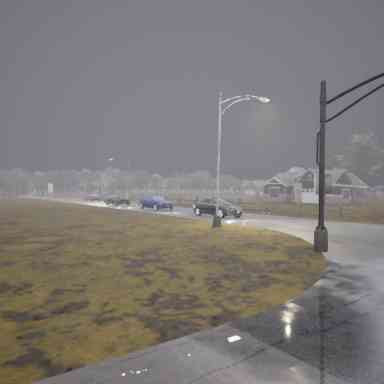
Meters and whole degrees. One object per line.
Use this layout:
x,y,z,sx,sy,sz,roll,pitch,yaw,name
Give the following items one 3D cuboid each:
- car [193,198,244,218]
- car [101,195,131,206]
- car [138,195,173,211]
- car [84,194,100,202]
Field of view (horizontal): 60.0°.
2.004,1.227,26.434,1.837,1.490,4.892,2,0,-35,car
-9.582,1.109,42.734,1.895,1.301,4.718,2,-1,-35,car
-3.792,1.084,34.581,1.882,1.535,5.008,2,0,-36,car
-18.249,1.008,61.105,2.033,1.411,5.357,2,-1,-35,car
